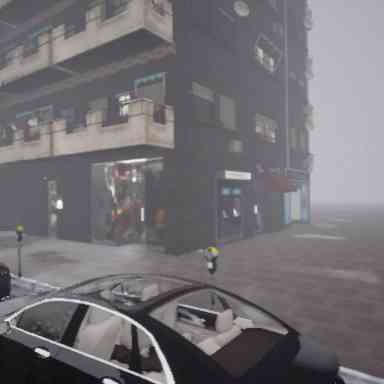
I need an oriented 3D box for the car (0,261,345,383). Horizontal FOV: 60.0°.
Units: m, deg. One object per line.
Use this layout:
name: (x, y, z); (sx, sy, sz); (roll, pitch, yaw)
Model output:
car: (-0.791, 1.555, 3.451); (4.403, 1.369, 2.008); (0, -1, 35)
